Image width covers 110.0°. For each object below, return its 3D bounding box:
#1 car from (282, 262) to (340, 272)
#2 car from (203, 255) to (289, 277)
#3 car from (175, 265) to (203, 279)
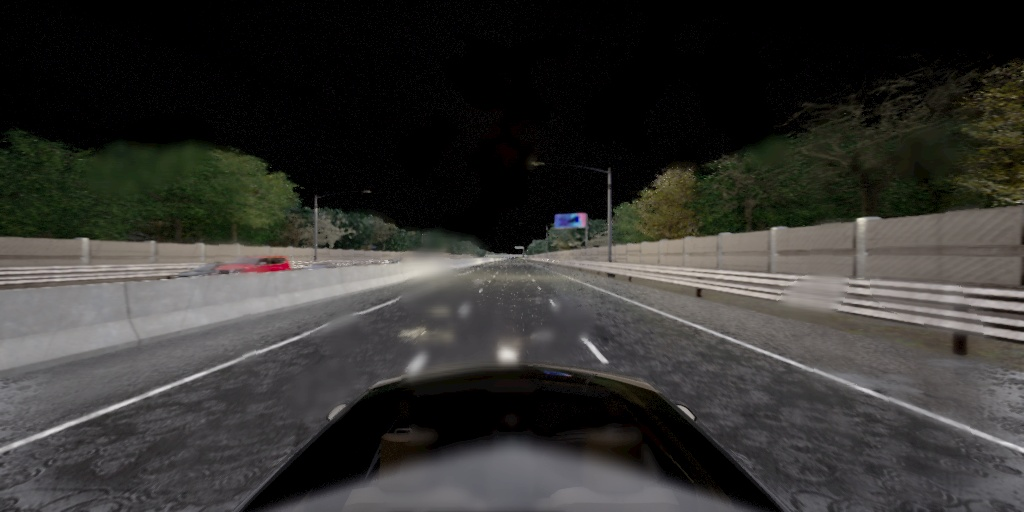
[{"bbox_3d":[-14.077,1.301,26.491,2.033,1.411,5.357,0,0,0],"label":"car"},{"bbox_3d":[-17.579,0.974,24.628,2.150,2.045,5.566,0,0,0],"label":"car"},{"bbox_3d":[-21.073,1.258,25.418,1.837,1.490,4.892,0,0,0],"label":"car"}]
